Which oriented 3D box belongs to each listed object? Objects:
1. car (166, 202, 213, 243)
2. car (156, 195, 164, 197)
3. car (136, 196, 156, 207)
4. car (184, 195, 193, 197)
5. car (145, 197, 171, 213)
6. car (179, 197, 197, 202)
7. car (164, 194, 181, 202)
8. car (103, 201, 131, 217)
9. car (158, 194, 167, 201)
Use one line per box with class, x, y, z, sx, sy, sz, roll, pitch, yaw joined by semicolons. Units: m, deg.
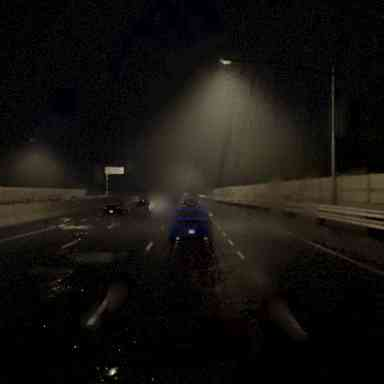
car;-0.021;1.482;16.252;1.882;1.535;5.008;0;0;0
car;-7.484;1.570;70.699;1.837;1.490;4.892;0;0;-1
car;-7.252;1.377;51.422;2.097;1.767;4.553;0;0;-1
car;-0.292;1.630;55.438;1.895;1.301;4.718;0;0;-1
car;-3.623;1.533;36.271;1.812;1.442;4.674;0;0;0
car;-0.117;1.569;35.422;1.994;1.385;4.181;0;0;0
car;-3.949;1.413;68.178;2.097;1.767;4.553;0;0;-1
car;-7.091;1.533;31.507;1.812;1.442;4.674;0;0;0
car;-7.776;1.476;89.080;2.097;1.767;4.553;0;0;-1
